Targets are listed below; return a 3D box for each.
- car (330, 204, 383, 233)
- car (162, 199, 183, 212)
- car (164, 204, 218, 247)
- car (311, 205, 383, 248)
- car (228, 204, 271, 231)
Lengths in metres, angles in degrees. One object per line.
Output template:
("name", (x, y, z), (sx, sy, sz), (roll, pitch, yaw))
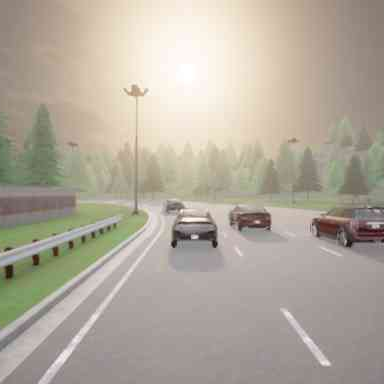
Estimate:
("car", (10.449, 1.527, 20.387), (1.812, 1.442, 4.674), (0, 0, -3))
("car", (-2.099, 1.510, 36.323), (1.837, 1.490, 4.892), (1, 0, -13))
("car", (0.080, 1.493, 15.030), (2.128, 1.511, 4.902), (0, 0, -1))
("car", (7.075, 1.353, 14.984), (2.097, 1.767, 4.553), (0, 0, -1))
("car", (3.448, 1.480, 20.599), (1.882, 1.535, 5.008), (0, 0, -3))
